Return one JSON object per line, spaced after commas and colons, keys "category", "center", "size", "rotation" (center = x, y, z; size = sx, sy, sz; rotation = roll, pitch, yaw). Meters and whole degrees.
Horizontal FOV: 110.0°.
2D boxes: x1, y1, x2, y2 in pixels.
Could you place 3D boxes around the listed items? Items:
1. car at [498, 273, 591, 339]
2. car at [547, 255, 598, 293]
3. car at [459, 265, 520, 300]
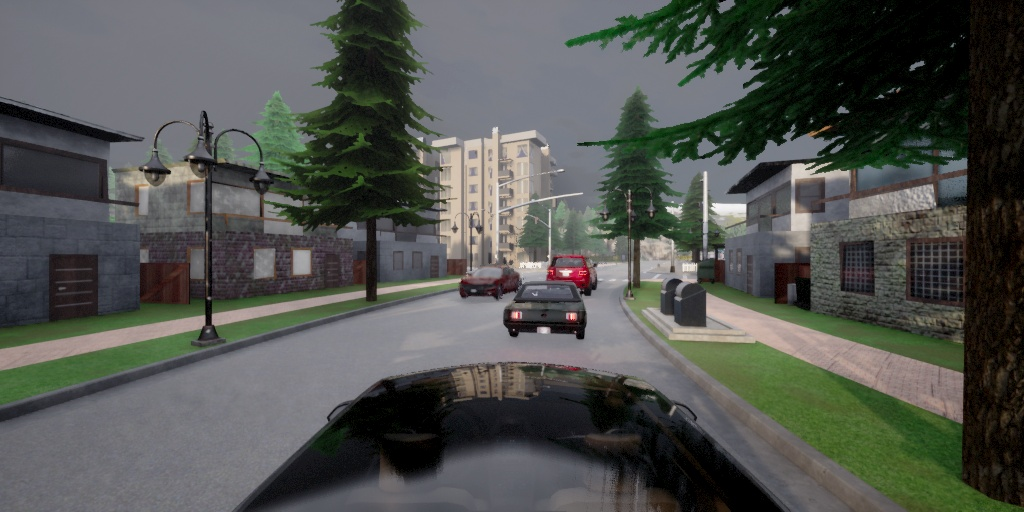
{"category": "car", "center": [1.073, 1.351, 10.100], "size": [1.895, 1.301, 4.718], "rotation": [0, 0, 9]}
{"category": "car", "center": [3.370, 0.971, 19.596], "size": [2.150, 2.045, 5.566], "rotation": [0, 0, 18]}
{"category": "car", "center": [-0.959, 1.227, 17.918], "size": [1.882, 1.535, 5.008], "rotation": [0, 0, 17]}
